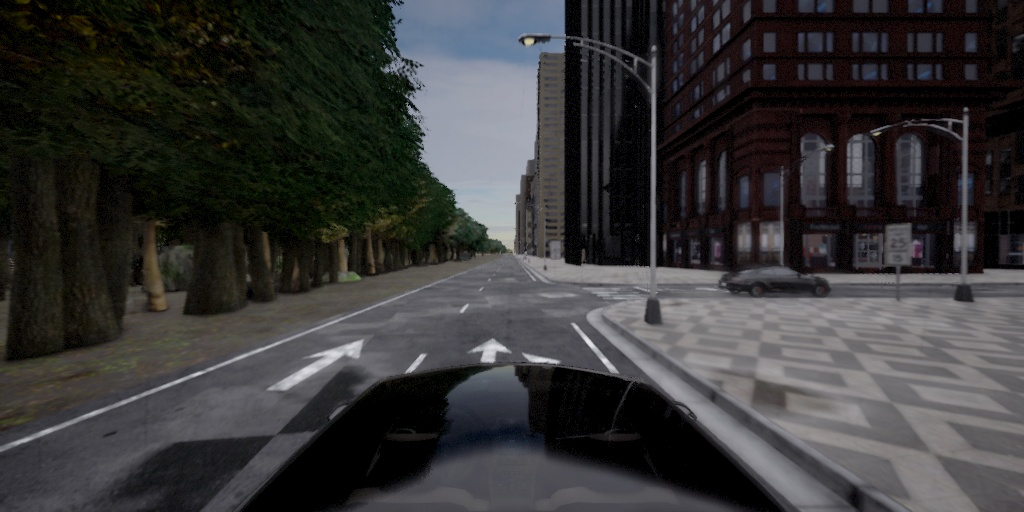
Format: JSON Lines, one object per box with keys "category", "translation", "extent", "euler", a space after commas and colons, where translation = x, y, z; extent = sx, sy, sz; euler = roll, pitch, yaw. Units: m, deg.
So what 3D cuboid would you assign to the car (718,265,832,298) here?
{"category": "car", "translation": [12.259, 1.157, 16.884], "extent": [4.674, 1.442, 1.812], "euler": [0, 1, 0]}
